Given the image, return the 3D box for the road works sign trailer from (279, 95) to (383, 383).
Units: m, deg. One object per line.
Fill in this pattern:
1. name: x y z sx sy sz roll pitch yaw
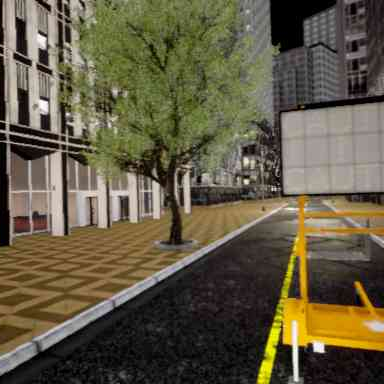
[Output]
1. road works sign trailer: 2.578 0.433 4.913 2.380 3.560 2.880 -2 -1 19

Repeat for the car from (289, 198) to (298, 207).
1. car: 15.982 1.647 51.203 1.895 1.301 4.718 -2 -1 19
